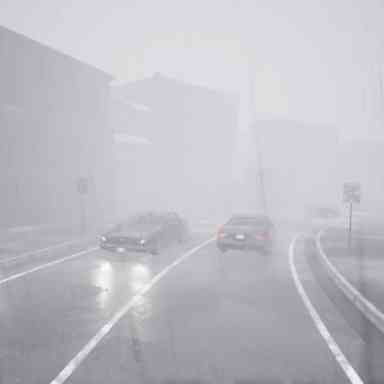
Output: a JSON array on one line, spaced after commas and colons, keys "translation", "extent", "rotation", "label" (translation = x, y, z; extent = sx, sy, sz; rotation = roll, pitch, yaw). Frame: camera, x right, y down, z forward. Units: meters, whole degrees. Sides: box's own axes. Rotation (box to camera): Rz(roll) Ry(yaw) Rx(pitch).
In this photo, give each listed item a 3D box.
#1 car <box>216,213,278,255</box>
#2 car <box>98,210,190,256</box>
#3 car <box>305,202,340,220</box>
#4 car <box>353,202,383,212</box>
[{"translation": [2.365, 1.551, 13.479], "extent": [2.033, 1.411, 5.357], "rotation": [2, 0, 18], "label": "car"}, {"translation": [-1.553, 1.446, 13.166], "extent": [2.033, 1.411, 5.357], "rotation": [2, 1, 16], "label": "car"}, {"translation": [12.235, 1.715, 30.915], "extent": [1.882, 1.535, 5.008], "rotation": [4, 2, 40], "label": "car"}, {"translation": [23.919, 2.008, 44.941], "extent": [4.718, 1.301, 1.895], "rotation": [2, 3, -29], "label": "car"}]
